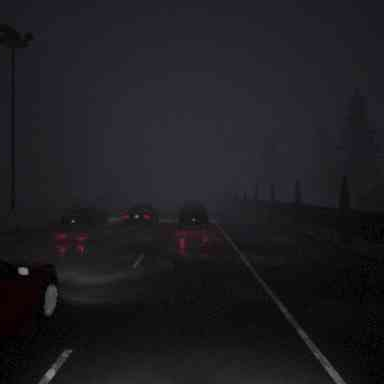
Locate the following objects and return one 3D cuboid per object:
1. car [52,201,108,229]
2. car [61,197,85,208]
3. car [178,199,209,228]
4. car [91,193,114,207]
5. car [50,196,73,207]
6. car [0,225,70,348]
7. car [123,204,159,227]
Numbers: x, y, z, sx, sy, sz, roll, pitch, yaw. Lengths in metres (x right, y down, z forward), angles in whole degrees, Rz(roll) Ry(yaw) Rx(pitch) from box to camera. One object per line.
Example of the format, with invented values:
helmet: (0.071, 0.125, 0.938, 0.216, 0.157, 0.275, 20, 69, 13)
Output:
car: (-6.896, 1.500, 21.709, 2.128, 1.511, 4.902, 0, 0, 0)
car: (-17.556, 1.523, 49.309, 1.837, 1.490, 4.892, 0, 1, 0)
car: (0.104, 1.487, 22.272, 1.882, 1.535, 5.008, 0, 0, 0)
car: (-14.075, 1.243, 52.857, 2.150, 2.045, 5.566, 0, 0, 0)
car: (-21.066, 1.500, 53.895, 1.882, 1.535, 5.008, 0, 0, 0)
car: (-3.399, 1.479, 4.200, 1.882, 1.535, 5.008, 0, 0, 0)
car: (-3.397, 1.557, 22.884, 2.033, 1.411, 5.357, 0, 0, 0)
